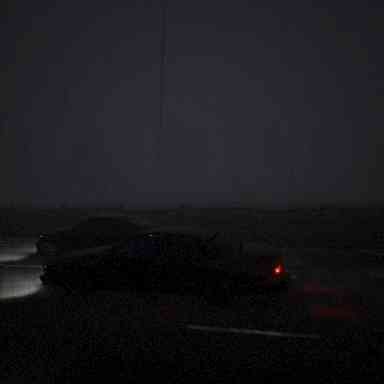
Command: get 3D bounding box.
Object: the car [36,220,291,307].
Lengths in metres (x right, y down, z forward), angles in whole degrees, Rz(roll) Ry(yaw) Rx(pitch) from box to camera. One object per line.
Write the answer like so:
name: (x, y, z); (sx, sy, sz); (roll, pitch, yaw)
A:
car: (-0.599, 1.518, 7.488); (5.357, 1.411, 2.033); (-1, 0, 13)

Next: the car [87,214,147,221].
car: (-3.089, 1.514, 11.637); (4.674, 1.442, 1.812); (-1, 0, 13)
